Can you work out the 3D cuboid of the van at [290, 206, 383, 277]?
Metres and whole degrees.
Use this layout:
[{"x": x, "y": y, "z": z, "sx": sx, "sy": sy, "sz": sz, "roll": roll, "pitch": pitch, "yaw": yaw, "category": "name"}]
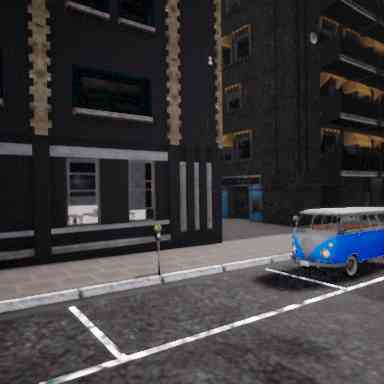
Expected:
[{"x": 4.641, "y": 1.337, "z": 9.891, "sx": 3.998, "sy": 1.788, "sz": 1.690, "roll": 0, "pitch": -1, "yaw": -35, "category": "van"}]
